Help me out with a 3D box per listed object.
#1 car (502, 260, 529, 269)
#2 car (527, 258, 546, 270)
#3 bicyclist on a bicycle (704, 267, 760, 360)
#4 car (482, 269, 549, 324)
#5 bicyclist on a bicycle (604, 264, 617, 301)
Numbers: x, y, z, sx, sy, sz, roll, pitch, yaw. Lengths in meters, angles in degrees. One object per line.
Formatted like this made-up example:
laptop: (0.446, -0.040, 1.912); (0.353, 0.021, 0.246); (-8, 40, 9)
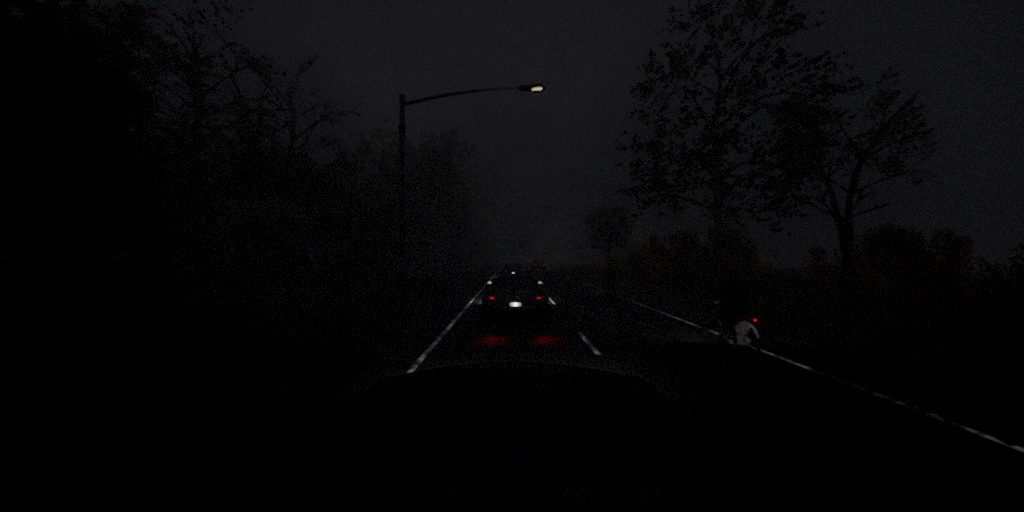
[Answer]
car: (0.096, 1.266, 29.436); (1.994, 1.385, 4.181); (0, 0, 0)
car: (3.594, 1.217, 49.372); (2.033, 1.411, 5.357); (0, 0, 0)
bicyclist on a bicycle: (4.466, 1.111, 7.424); (0.659, 1.776, 1.843); (0, 0, 0)
car: (0.097, 1.296, 11.854); (1.994, 1.385, 4.181); (0, 0, 0)
bicyclist on a bicycle: (4.465, 1.178, 16.235); (0.582, 1.620, 1.656); (0, 0, 0)
